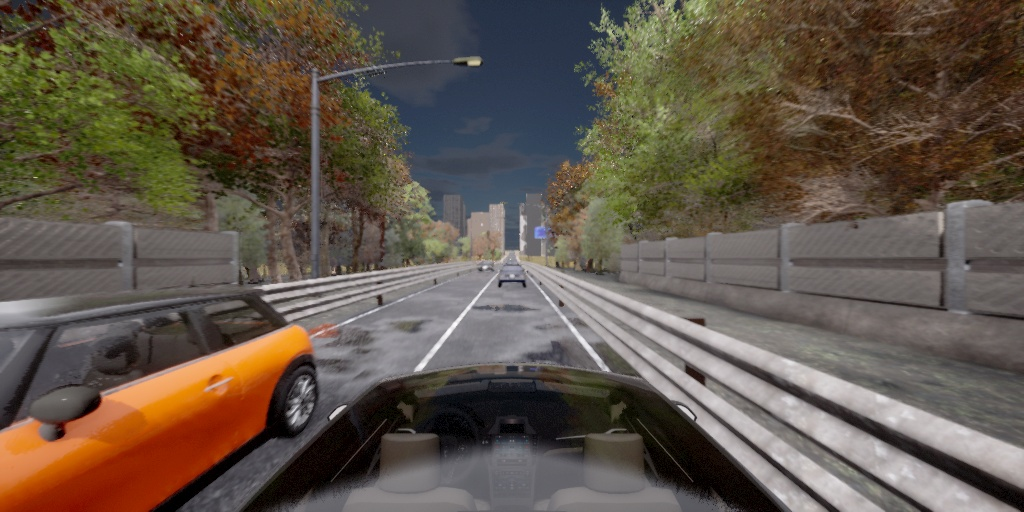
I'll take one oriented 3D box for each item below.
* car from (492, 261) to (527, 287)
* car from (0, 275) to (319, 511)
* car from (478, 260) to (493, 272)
[{"bbox_3d":[0.018,1.227,23.859,2.033,1.411,5.357,0,0,0],"label":"car"},{"bbox_3d":[-3.348,1.097,2.346,2.097,1.767,4.553,0,0,0],"label":"car"},{"bbox_3d":[-3.289,1.298,46.581,2.128,1.511,4.902,0,-1,1],"label":"car"}]
